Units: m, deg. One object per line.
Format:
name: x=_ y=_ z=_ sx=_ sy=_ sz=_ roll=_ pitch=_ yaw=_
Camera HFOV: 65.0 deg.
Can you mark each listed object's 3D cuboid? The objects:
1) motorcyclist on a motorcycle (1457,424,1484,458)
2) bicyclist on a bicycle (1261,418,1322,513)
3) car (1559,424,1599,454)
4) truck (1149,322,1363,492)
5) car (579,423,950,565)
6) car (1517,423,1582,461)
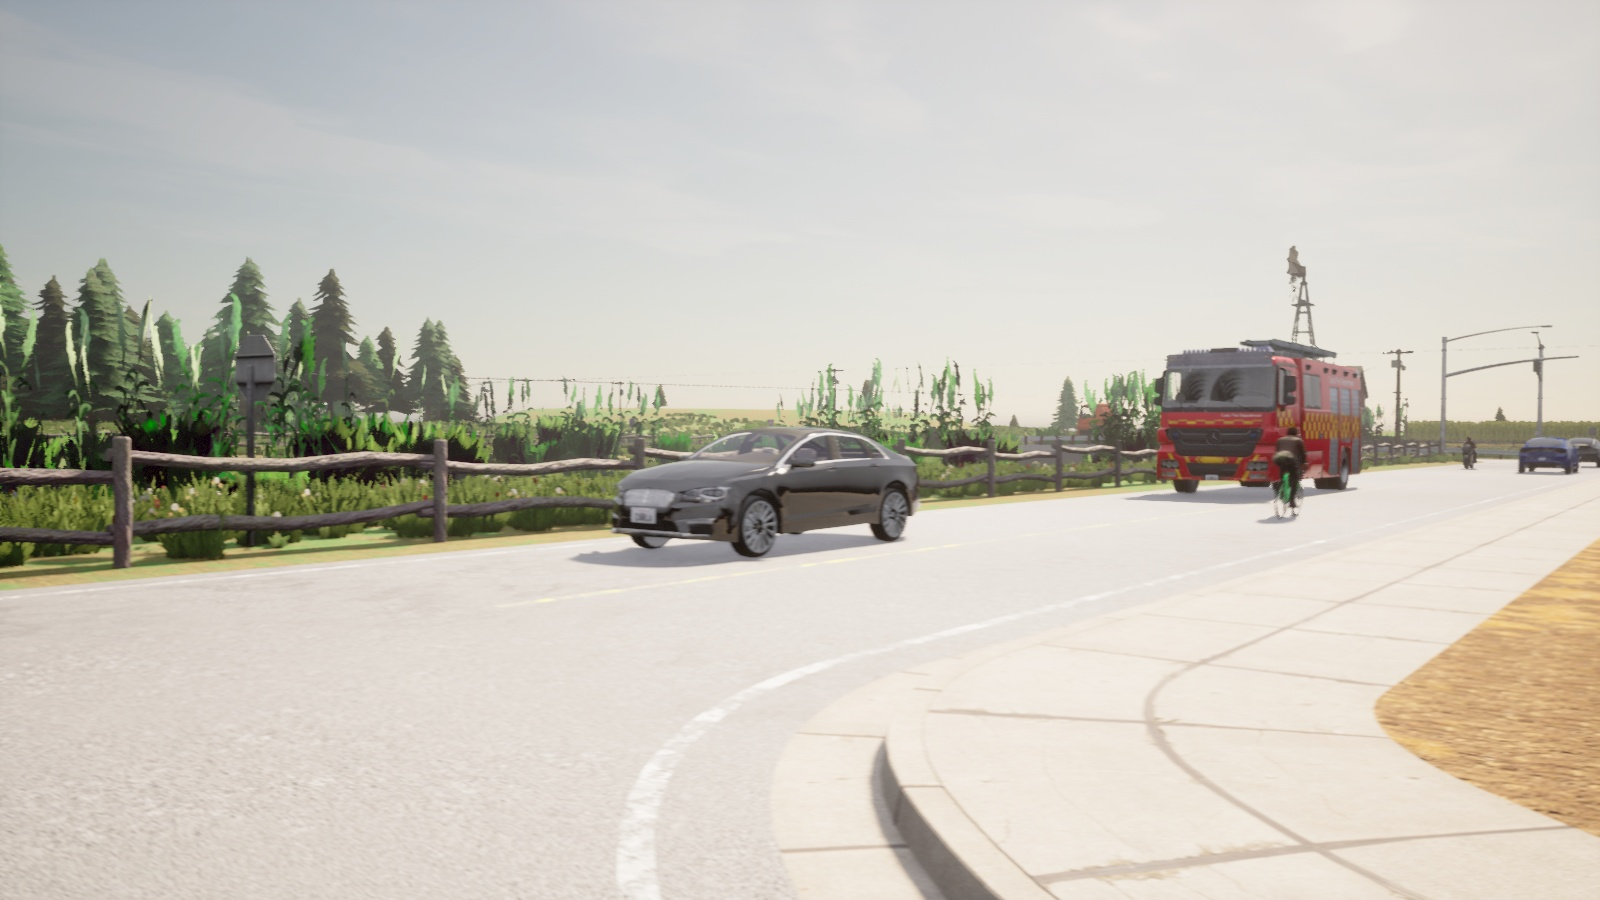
motorcyclist on a motorcycle: x=30.893 y=-0.430 z=57.881 sx=0.797 sy=1.523 sz=2.044 roll=0 pitch=1 yaw=37
bicyclist on a bicycle: x=8.699 y=0.253 z=22.177 sx=0.582 sy=1.620 sz=1.656 roll=0 pitch=1 yaw=37
car: x=40.955 y=-0.608 z=65.540 sx=1.837 sy=1.490 sz=4.892 roll=0 pitch=1 yaw=37
truck: x=12.021 y=-1.042 z=32.506 sx=2.891 sy=3.827 sz=8.468 roll=0 pitch=1 yaw=37
car: x=-0.253 y=0.426 z=16.007 sx=2.128 sy=1.511 sz=4.902 roll=0 pitch=1 yaw=37
car: x=31.943 y=-0.380 z=53.428 sx=1.882 sy=1.535 sz=5.008 roll=0 pitch=1 yaw=37
